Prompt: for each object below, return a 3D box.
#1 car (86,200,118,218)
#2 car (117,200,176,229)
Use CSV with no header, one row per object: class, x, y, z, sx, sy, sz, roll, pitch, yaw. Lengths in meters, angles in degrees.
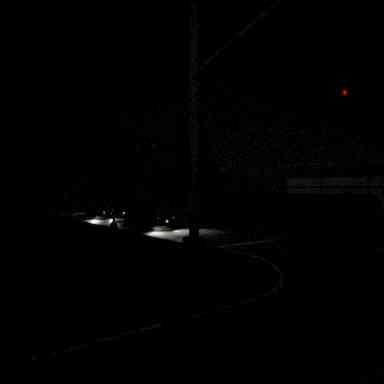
car,-8.424,1.505,30.059,1.837,1.490,4.892,0,0,-26
car,-2.897,1.505,21.814,1.837,1.490,4.892,0,0,-36
